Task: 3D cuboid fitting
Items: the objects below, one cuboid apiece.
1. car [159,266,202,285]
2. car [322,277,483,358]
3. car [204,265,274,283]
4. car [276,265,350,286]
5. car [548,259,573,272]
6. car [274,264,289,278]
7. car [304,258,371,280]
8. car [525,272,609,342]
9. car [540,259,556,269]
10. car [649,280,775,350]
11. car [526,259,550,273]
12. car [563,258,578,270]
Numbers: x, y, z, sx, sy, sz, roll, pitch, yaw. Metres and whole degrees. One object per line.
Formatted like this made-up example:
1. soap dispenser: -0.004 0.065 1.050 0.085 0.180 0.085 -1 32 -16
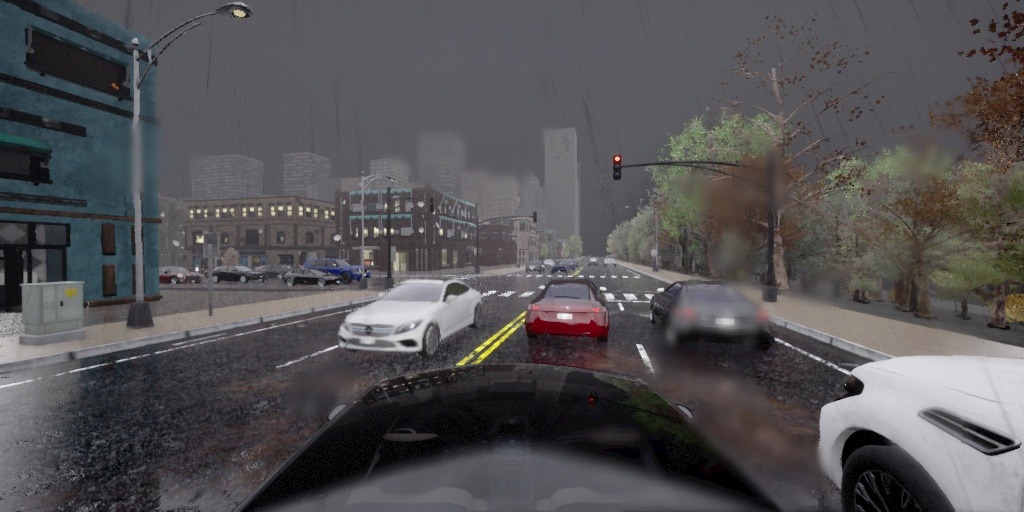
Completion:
1. car: -28.339 1.597 30.173 4.097 1.591 1.967 0 0 13
2. car: -2.085 1.274 8.777 1.812 1.442 4.674 0 0 13
3. car: -24.314 1.569 31.874 5.008 1.535 1.882 -1 0 14
4. car: -14.867 1.564 26.846 4.313 1.339 1.948 0 0 13
5. car: 5.729 1.339 41.831 1.895 1.301 4.718 0 0 13
6. car: -22.874 1.555 34.802 4.892 1.490 1.837 -1 0 14
7. car: -14.528 1.196 29.546 5.566 2.045 2.150 -1 0 14
8. car: 1.635 1.312 9.934 1.994 1.385 4.181 0 0 13
9. car: 5.684 1.258 55.731 1.812 1.442 4.674 0 0 13
10. car: 4.803 1.312 9.200 1.994 1.385 4.181 0 0 13
11. car: 2.932 1.229 44.117 2.128 1.511 4.902 0 0 14
12. car: 7.821 1.088 50.662 2.097 1.767 4.553 0 0 13
